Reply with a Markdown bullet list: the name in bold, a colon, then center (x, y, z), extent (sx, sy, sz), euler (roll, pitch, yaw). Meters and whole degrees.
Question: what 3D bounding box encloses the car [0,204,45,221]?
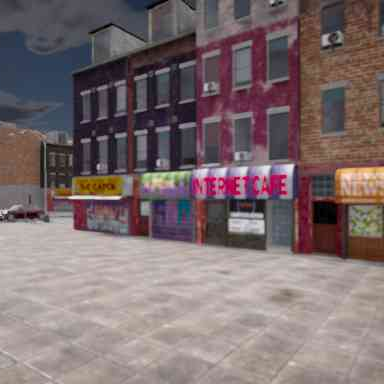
- **car**: center (-15.870, 1.848, 30.820), extent (1.967, 1.590, 4.097), euler (-2, -2, 35)
